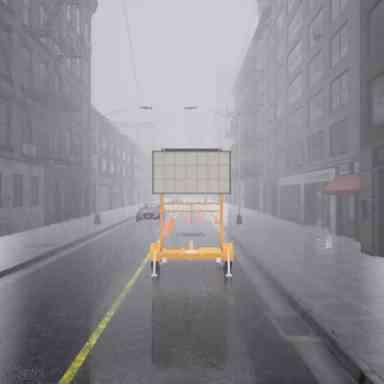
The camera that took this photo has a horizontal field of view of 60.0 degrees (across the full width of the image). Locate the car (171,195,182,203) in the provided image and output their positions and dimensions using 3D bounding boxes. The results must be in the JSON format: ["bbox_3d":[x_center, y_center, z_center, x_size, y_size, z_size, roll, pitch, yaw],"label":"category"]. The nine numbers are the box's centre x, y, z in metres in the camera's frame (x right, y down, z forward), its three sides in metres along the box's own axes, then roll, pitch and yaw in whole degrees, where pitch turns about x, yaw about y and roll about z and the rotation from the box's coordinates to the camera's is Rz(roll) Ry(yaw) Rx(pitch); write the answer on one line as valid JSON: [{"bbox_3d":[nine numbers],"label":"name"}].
[{"bbox_3d":[-3.106,1.452,66.932,2.097,1.767,4.553,0,0,0],"label":"car"}]

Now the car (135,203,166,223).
[{"bbox_3d":[-3.133,1.577,25.829,1.994,1.385,4.181,0,0,0],"label":"car"}]

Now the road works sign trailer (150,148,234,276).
[{"bbox_3d":[-0.012,0.466,10.273,2.380,3.560,2.880,0,0,0],"label":"road works sign trailer"}]
